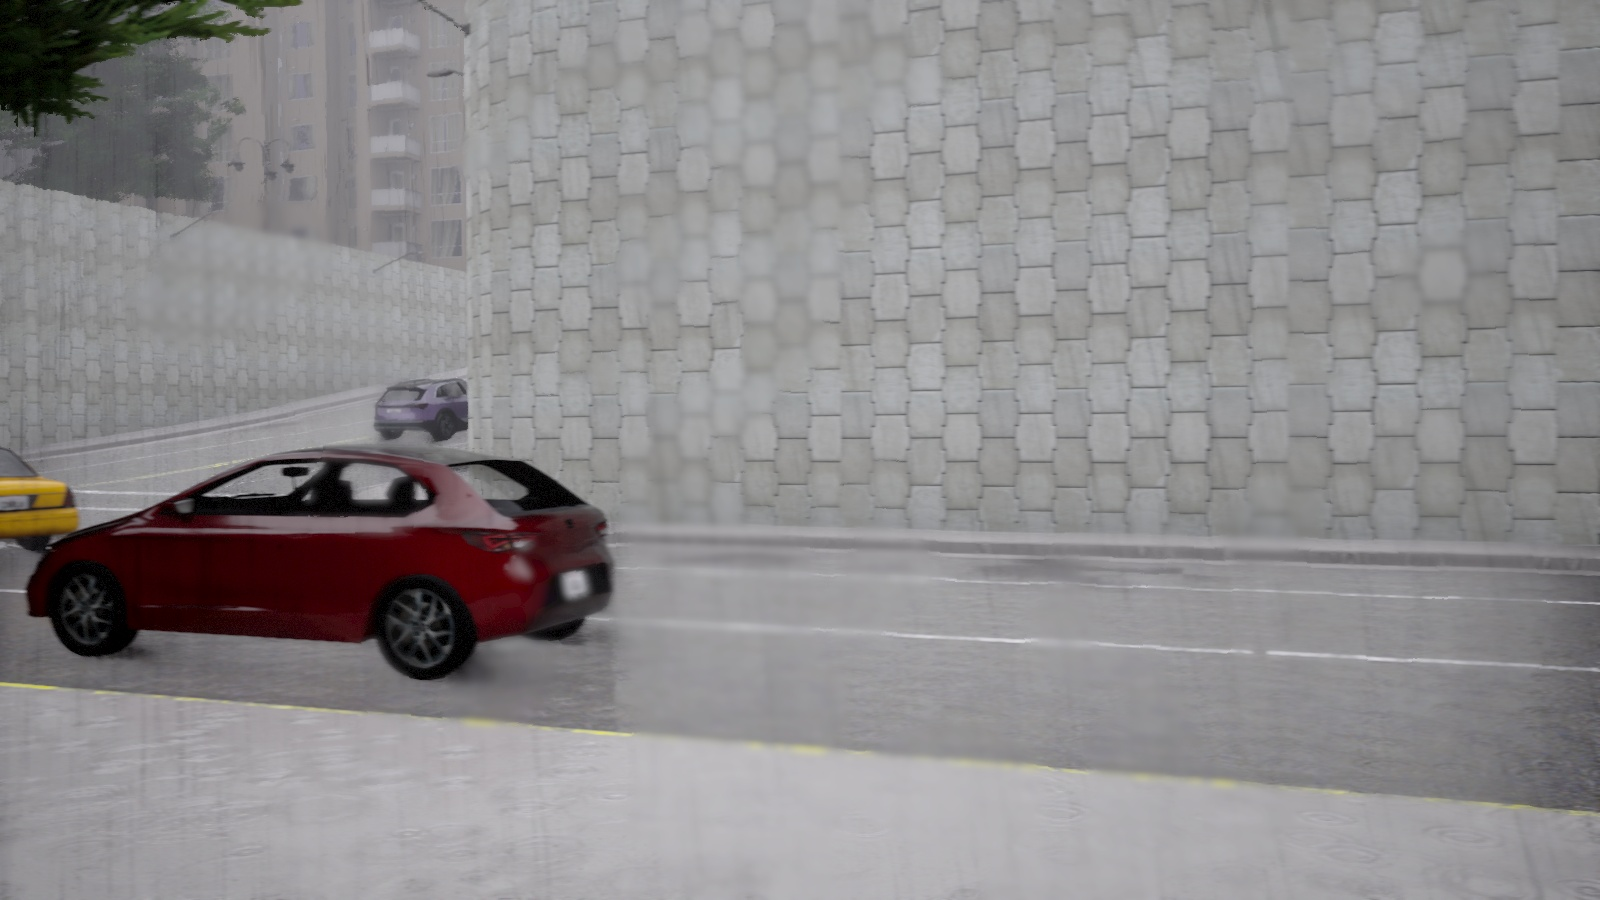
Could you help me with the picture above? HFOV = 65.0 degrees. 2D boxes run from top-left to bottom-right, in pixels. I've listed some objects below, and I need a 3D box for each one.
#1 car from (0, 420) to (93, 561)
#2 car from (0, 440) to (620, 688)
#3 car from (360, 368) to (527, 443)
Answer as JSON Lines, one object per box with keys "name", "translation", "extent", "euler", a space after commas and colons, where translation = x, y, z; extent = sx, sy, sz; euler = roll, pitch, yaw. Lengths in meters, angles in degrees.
{"name": "car", "translation": [-11.548, 0.392, 16.498], "extent": [5.366, 1.575, 1.801], "euler": [3, 3, 35]}
{"name": "car", "translation": [-3.617, 0.680, 9.158], "extent": [4.193, 1.474, 1.816], "euler": [1, 1, 19]}
{"name": "car", "translation": [-10.045, -1.341, 35.864], "extent": [2.033, 1.649, 4.856], "euler": [1, 8, 20]}
